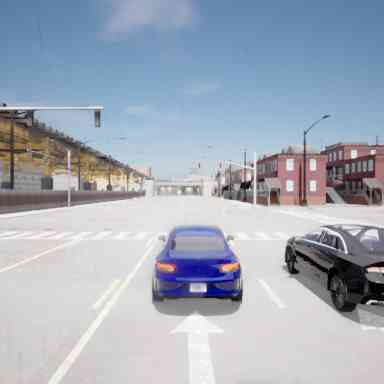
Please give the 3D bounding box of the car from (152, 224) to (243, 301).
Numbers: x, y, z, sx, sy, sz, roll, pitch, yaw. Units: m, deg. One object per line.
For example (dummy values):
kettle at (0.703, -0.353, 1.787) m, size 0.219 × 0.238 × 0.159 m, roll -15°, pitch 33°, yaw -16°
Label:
car at (0.107, 1.525, 8.180) m, size 1.812 × 1.442 × 4.674 m, roll 0°, pitch 0°, yaw 0°

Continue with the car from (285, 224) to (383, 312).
car at (3.610, 1.491, 7.687) m, size 2.128 × 1.511 × 4.902 m, roll 0°, pitch 0°, yaw -1°
